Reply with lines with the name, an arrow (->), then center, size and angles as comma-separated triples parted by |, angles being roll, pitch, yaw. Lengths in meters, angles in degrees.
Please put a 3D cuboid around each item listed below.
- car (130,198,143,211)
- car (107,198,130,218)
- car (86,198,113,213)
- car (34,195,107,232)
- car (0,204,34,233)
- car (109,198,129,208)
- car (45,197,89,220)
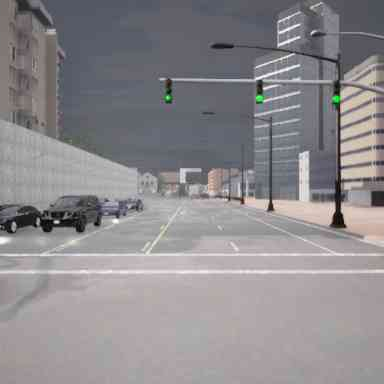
car -> -7.105, 1.484, 40.205 | 2.128, 1.511, 4.902 | 0, 0, 0
car -> -7.110, 1.520, 29.863 | 1.812, 1.442, 4.674 | 0, 0, 0
car -> -10.608, 1.498, 38.476 | 1.837, 1.490, 4.892 | 0, 0, 0
car -> -7.104, 1.218, 20.222 | 2.150, 2.045, 5.566 | 0, 0, 0
car -> -10.608, 1.501, 19.590 | 1.837, 1.490, 4.892 | 0, 0, 0
car -> -10.574, 1.592, 48.536 | 1.895, 1.301, 4.718 | 0, 0, 0
car -> -10.610, 1.347, 28.658 | 2.097, 1.767, 4.553 | 0, 0, 0
